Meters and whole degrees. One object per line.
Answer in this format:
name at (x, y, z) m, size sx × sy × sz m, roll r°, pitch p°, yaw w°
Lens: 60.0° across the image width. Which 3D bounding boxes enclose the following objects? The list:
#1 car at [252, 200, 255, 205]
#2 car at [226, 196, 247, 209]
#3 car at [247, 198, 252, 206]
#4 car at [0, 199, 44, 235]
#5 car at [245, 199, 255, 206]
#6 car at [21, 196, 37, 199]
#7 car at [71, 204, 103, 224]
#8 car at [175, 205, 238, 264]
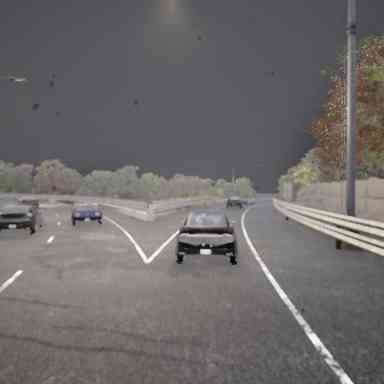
car at (10.452, 1.856, 64.058) m, size 2.033 × 1.411 × 5.357 m, roll 0°, pitch -3°, yaw 14°
car at (5.502, 1.255, 42.224) m, size 1.882 × 1.535 × 5.008 m, roll 0°, pitch 0°, yaw 13°
car at (8.240, 1.561, 54.394) m, size 1.895 × 1.301 × 4.718 m, roll 0°, pitch -1°, yaw 13°
car at (-9.288, 1.372, 18.071) m, size 1.837 × 1.490 × 4.892 m, roll 0°, pitch 0°, yaw -19°
car at (12.949, 2.393, 74.168) m, size 1.895 × 1.301 × 4.718 m, roll 0°, pitch -4°, yaw 15°
car at (-19.060, 1.194, 38.824) m, size 1.882 × 1.535 × 5.008 m, roll 0°, pitch 0°, yaw -31°
car at (-7.373, 1.442, 23.080) m, size 1.895 × 1.301 × 4.718 m, roll 0°, pitch 0°, yaw -21°
car at (0.550, 1.421, 11.612) m, size 2.128 × 1.511 × 4.902 m, roll 0°, pitch 0°, yaw 4°
